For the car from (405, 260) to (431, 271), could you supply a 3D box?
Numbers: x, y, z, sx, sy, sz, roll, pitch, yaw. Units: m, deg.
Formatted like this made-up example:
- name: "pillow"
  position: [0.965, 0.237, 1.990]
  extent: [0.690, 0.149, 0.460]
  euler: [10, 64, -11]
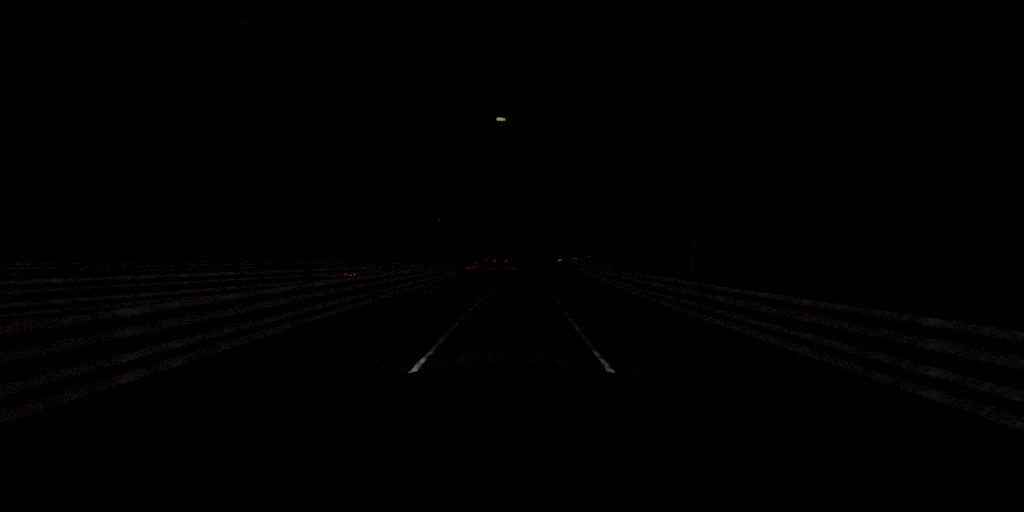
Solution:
- name: "car"
  position: [-10.322, 1.144, 39.813]
  extent: [2.128, 1.511, 4.902]
  euler: [0, 0, 17]

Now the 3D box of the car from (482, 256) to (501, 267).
- name: "car"
  position: [-2.892, 0.952, 63.675]
  extent: [2.150, 2.045, 5.566]
  euler: [0, 0, 17]

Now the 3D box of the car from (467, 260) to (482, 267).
- name: "car"
  position: [-6.246, 1.316, 64.679]
  extent: [1.895, 1.301, 4.718]
  euler: [0, 0, 17]

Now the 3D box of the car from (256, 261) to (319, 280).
- name: "car"
  position: [-17.525, 1.136, 28.438]
  extent: [2.033, 1.411, 5.357]
  euler: [0, 0, 17]

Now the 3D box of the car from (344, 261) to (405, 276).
- name: "car"
  position: [-10.547, 1.128, 27.320]
  extent: [1.837, 1.490, 4.892]
  euler: [0, 0, 17]

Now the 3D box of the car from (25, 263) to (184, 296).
- name: "car"
  position: [-17.751, 1.053, 15.950]
  extent: [2.128, 1.511, 4.902]
  euler: [0, 0, 17]

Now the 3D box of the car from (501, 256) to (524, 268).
- name: "car"
  position: [0.461, 0.967, 62.674]
  extent: [2.150, 2.045, 5.566]
  euler: [0, 0, 17]
